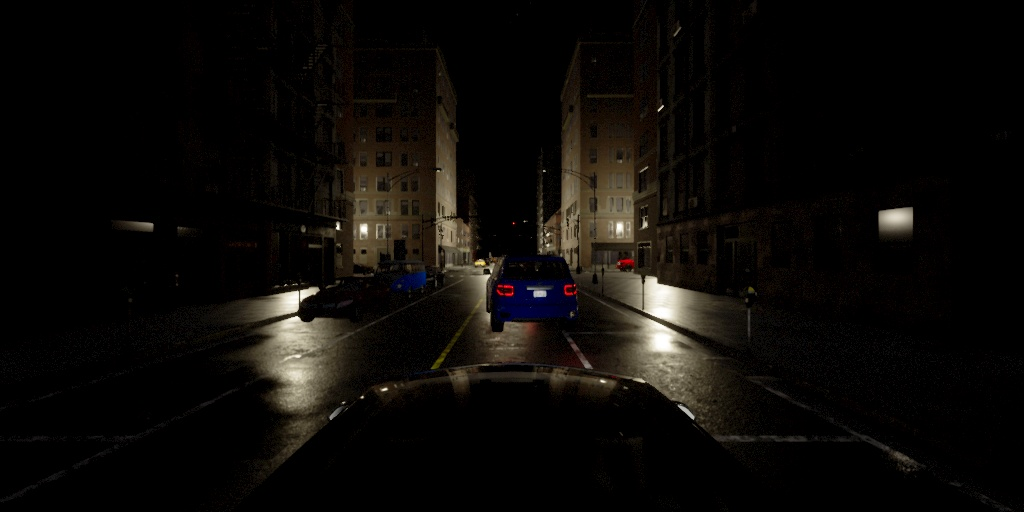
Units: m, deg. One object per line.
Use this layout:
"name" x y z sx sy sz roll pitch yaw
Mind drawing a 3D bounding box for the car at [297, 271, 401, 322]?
"car" -5.393 1.329 12.124 1.802 1.307 4.207 0 0 0

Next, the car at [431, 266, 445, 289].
"car" -5.389 1.295 22.937 2.007 1.370 4.403 0 0 0

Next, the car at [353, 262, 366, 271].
"car" -17.588 1.394 39.985 4.181 1.385 1.994 0 0 0

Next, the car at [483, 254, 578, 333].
"car" 0.360 0.969 10.966 2.150 2.045 5.566 0 0 -6

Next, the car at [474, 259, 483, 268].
"car" -5.384 1.260 60.730 1.751 1.417 4.829 0 0 0

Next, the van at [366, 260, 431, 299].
"van" -5.391 1.086 17.531 1.690 1.789 3.998 0 0 0

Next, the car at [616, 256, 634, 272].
"car" 15.336 0.868 42.984 5.566 2.045 2.150 0 0 0
